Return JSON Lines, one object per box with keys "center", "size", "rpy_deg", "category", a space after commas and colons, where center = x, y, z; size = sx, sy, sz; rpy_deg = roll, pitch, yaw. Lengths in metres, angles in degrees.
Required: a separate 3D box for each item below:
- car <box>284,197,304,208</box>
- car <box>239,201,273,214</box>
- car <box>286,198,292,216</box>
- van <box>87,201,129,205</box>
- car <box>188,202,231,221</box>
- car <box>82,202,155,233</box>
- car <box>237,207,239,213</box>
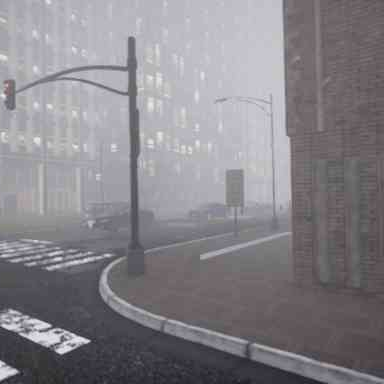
{"center": [16.907, 1.737, 54.869], "size": [1.967, 1.590, 4.097], "rpy_deg": [-2, -1, 36], "category": "car"}
{"center": [7.528, 1.790, 37.309], "size": [1.895, 1.301, 4.718], "rpy_deg": [-2, -1, 36], "category": "car"}
{"center": [10.782, 1.354, 31.945], "size": [2.192, 1.841, 5.009], "rpy_deg": [-2, -1, 36], "category": "car"}
{"center": [-5.729, 1.557, 23.287], "size": [1.690, 1.788, 3.998], "rpy_deg": [-2, -1, 36], "category": "van"}
{"center": [1.574, 1.647, 29.021], "size": [1.882, 1.535, 5.008], "rpy_deg": [-2, -1, 36], "category": "car"}
{"center": [-4.352, 1.641, 20.772], "size": [2.128, 1.511, 4.902], "rpy_deg": [-2, -1, 34], "category": "car"}
{"center": [7.110, 1.786, 41.194], "size": [1.752, 1.417, 4.829], "rpy_deg": [-2, -1, 36], "category": "car"}
